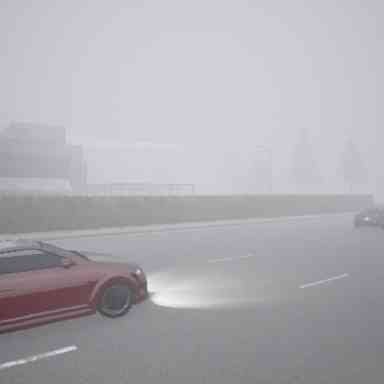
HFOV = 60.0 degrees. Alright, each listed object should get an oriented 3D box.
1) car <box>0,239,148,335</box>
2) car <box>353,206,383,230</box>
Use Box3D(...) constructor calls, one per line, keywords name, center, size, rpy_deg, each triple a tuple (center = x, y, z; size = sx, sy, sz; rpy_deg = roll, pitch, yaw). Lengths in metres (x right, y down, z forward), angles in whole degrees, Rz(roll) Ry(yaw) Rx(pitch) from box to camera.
Box3D(name="car", center=(-2.916, 1.564, 5.966), size=(4.181, 1.385, 1.994), rpy_deg=(0, 0, -35))
Box3D(name="car", center=(12.018, 1.564, 20.900), size=(4.181, 1.385, 1.994), rpy_deg=(0, 0, -35))
